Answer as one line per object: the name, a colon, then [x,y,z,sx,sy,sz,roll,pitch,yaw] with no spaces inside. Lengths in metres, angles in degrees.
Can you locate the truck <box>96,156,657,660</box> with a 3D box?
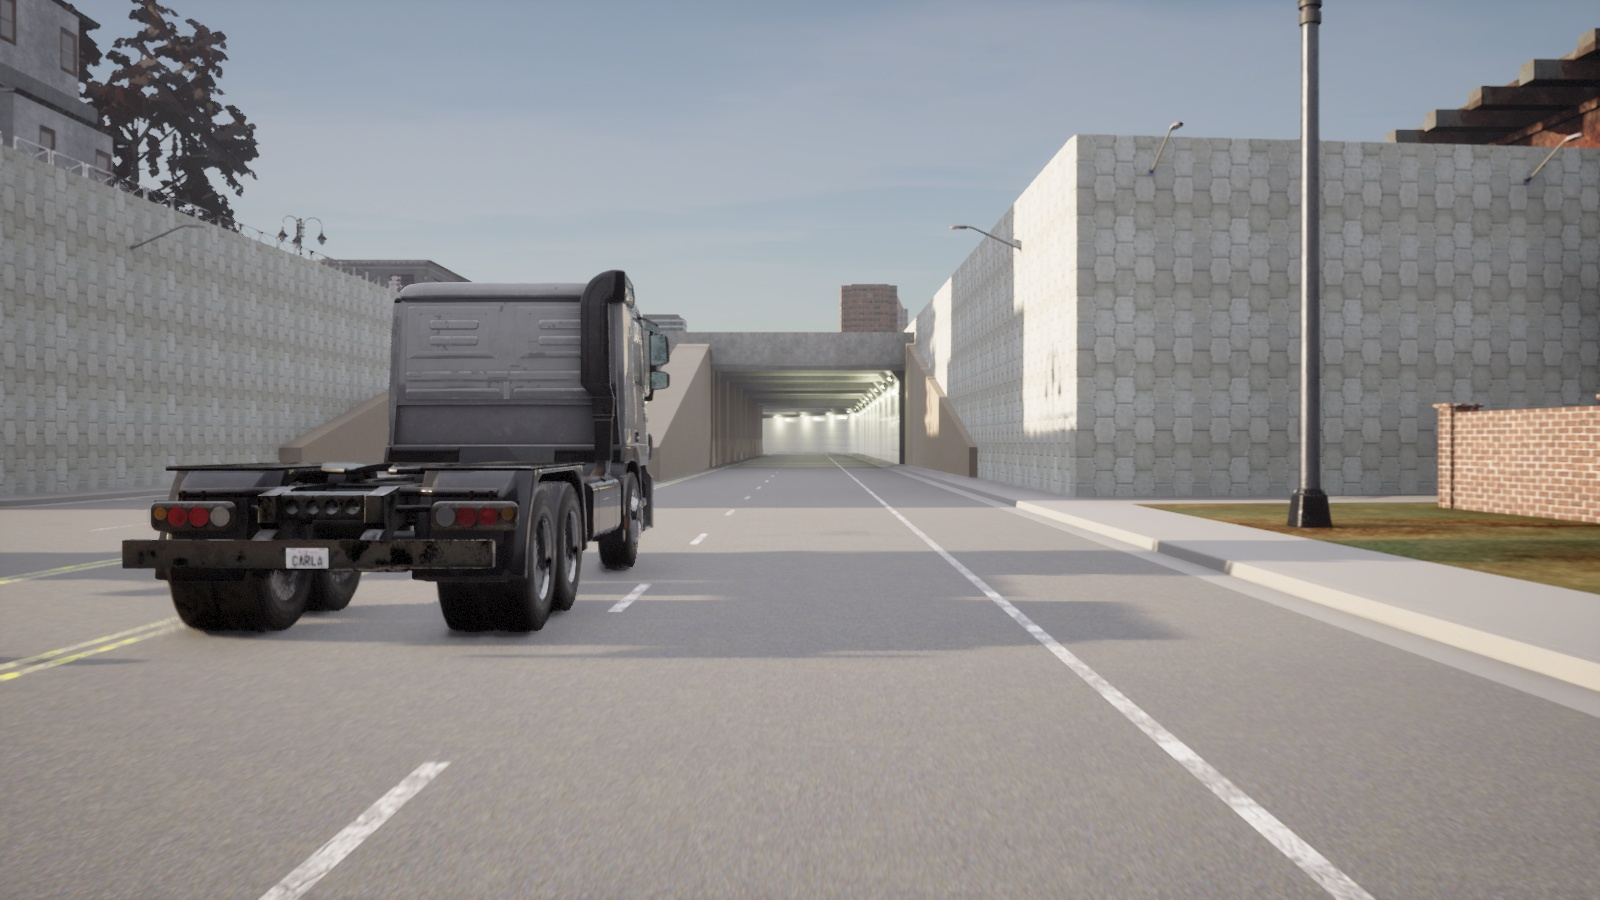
truck: [-3.370,-0.310,12.614,2.891,3.462,7.936,0,0,1]
